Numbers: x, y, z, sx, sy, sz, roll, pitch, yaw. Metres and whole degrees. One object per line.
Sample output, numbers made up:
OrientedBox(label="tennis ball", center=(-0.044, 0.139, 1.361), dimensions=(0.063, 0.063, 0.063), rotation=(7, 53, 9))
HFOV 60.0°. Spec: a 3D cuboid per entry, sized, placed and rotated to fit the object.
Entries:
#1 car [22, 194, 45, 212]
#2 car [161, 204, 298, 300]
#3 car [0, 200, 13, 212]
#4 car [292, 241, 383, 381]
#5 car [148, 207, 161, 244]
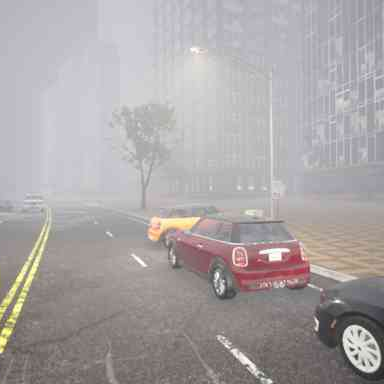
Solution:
OrientedBox(label="car", center=(-18.696, 1.262, 39.340), dimensions=(2.150, 2.045, 5.566), rotation=(0, 0, -24))
OrientedBox(label="car", center=(0.912, 1.355, 8.800), dimensions=(2.097, 1.767, 4.553), rotation=(0, 0, -22))
OrientedBox(label="car", center=(-21.680, 1.602, 38.052), dimensions=(1.994, 1.385, 4.181), rotation=(0, 0, -24))
OrientedBox(label="car", center=(3.632, 1.505, 3.322), dimensions=(1.837, 1.490, 4.892), rotation=(0, 0, -35))
OrientedBox(label="car", center=(0.438, 1.277, 14.355), dimensions=(4.553, 1.767, 2.097), rotation=(-3, 1, -18))
